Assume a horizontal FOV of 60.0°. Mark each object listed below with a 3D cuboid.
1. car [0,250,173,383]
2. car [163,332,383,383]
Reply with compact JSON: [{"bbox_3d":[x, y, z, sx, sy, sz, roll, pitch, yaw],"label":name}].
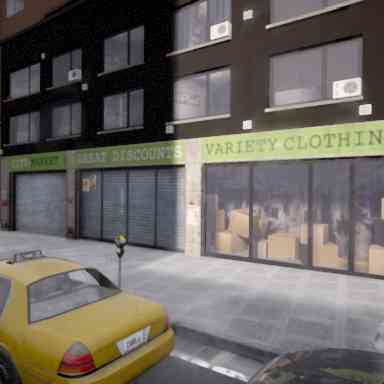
[{"bbox_3d":[-2.510,1.523,4.801,4.829,1.417,1.752,0,1,35],"label":"car"},{"bbox_3d":[2.229,1.551,1.534,4.403,1.369,2.008,0,1,35],"label":"car"}]
